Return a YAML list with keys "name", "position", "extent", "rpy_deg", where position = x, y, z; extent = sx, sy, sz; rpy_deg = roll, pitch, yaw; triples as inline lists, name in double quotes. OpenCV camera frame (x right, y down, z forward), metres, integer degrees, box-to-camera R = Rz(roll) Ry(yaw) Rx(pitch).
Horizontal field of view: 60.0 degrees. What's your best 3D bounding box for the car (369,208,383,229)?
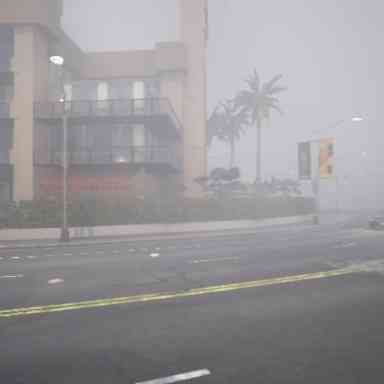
- name: "car"
  position: [14.413, 1.909, 24.237]
  extent: [1.812, 1.442, 4.674]
  rpy_deg: [-1, -2, 42]
